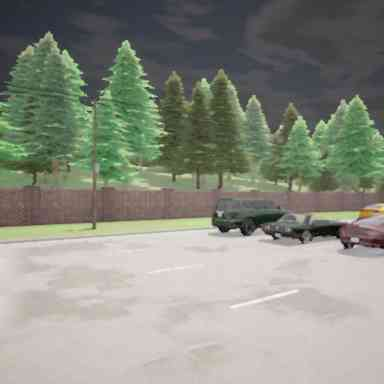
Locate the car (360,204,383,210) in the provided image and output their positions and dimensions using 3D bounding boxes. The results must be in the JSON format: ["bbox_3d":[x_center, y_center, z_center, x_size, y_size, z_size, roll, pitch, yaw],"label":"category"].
[{"bbox_3d":[16.270,1.753,28.383,5.008,1.535,1.882,0,0,-35],"label":"car"}]

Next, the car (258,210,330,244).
[{"bbox_3d":[5.783,1.733,16.599,4.718,1.301,1.895,1,0,-35],"label":"car"}]

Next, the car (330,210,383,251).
[{"bbox_3d":[8.034,1.660,13.902,4.674,1.442,1.812,0,0,-35],"label":"car"}]

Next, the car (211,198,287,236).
[{"bbox_3d":[3.679,1.348,19.398,5.566,2.045,2.150,0,0,-36],"label":"car"}]
